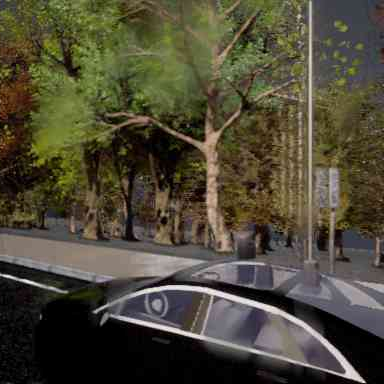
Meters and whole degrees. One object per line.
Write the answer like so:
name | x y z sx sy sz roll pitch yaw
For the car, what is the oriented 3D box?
car | 0.278 1.506 3.487 4.902 1.511 2.128 0 0 36
